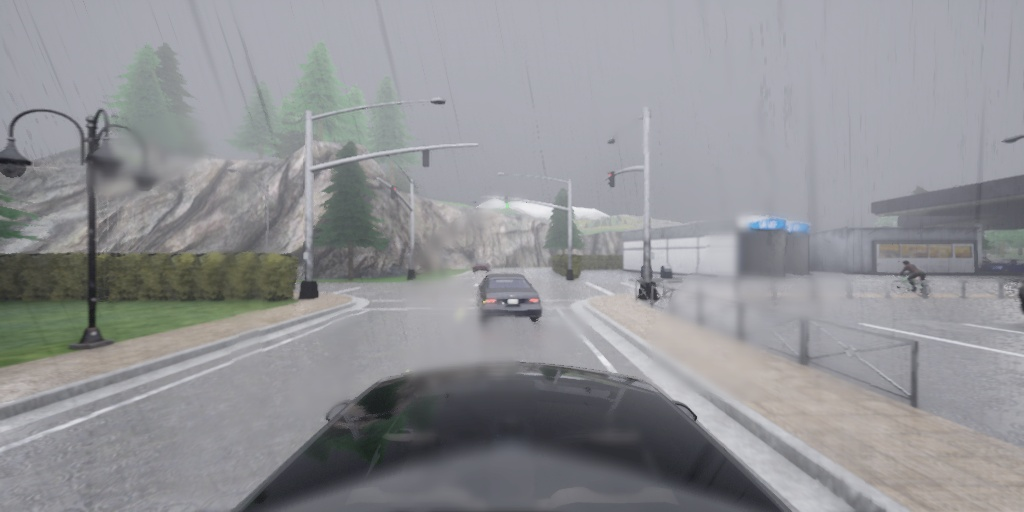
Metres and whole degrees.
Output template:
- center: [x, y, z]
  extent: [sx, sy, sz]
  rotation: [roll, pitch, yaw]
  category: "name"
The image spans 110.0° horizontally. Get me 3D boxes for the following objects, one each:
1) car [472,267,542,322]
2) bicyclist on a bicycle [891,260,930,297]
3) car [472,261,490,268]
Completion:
- center: [-0.264, 1.285, 12.290]
  extent: [2.033, 1.411, 5.357]
  rotation: [0, 0, -7]
  category: "car"
- center: [18.297, 1.032, 16.499]
  extent: [0.582, 1.620, 1.656]
  rotation: [0, 0, 1]
  category: "bicyclist on a bicycle"
- center: [-3.624, 1.302, 42.857]
  extent: [1.895, 1.301, 4.718]
  rotation: [0, 0, 0]
  category: "car"
